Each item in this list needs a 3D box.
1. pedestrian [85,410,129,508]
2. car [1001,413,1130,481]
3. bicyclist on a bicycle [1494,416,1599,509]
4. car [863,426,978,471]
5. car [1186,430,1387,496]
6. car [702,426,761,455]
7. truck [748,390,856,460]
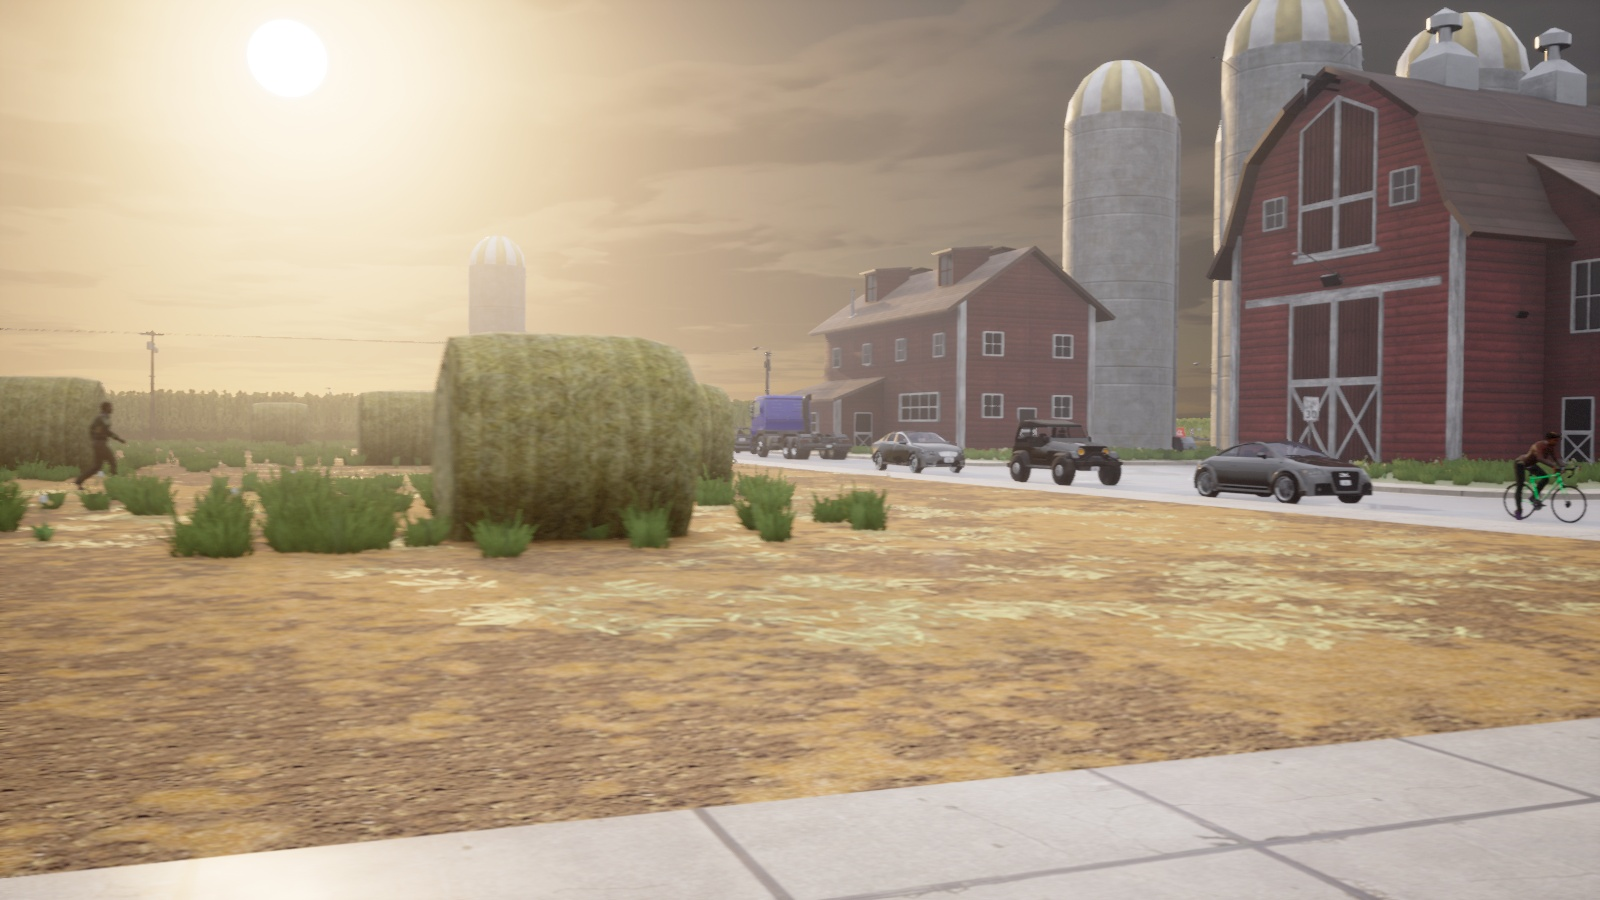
[{"bbox_3d":[-13.800,0.166,25.001,0.692,1.930,0.395,-1,1,-34],"label":"pedestrian"},{"bbox_3d":[7.777,-0.121,37.155,1.905,1.878,3.866,-1,1,-21],"label":"car"},{"bbox_3d":[13.534,0.199,22.776,0.582,1.620,1.656,-2,1,-22],"label":"bicyclist on a bicycle"},{"bbox_3d":[4.304,-0.082,45.816,2.128,1.511,4.902,-2,1,-22],"label":"car"},{"bbox_3d":[11.073,0.245,28.929,1.994,1.385,4.181,-1,1,-22],"label":"car"},{"bbox_3d":[-4.205,-0.582,76.475,2.242,1.667,4.611,-1,1,-22],"label":"car"},{"bbox_3d":[-0.014,-1.284,65.977,2.891,3.462,7.936,-1,1,-22],"label":"truck"}]
